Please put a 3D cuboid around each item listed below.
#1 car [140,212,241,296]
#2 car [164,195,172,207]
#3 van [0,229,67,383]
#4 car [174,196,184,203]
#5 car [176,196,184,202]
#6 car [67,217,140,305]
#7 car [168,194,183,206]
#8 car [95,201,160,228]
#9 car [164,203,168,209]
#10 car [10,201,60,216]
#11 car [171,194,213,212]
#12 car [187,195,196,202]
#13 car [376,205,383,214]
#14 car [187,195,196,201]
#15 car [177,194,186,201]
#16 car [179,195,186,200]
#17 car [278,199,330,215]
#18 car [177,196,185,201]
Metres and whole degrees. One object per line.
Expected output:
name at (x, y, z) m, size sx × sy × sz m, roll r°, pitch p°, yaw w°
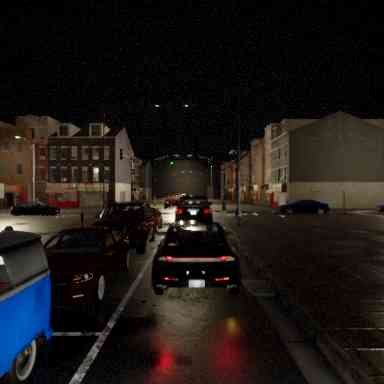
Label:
car at (0.090, 1.492, 8.632) m, size 2.128 × 1.511 × 4.902 m, roll 0°, pitch 0°, yaw 0°
car at (-2.691, 1.333, 45.413) m, size 2.192 × 1.841 × 5.009 m, roll 0°, pitch 0°, yaw 0°
van at (-2.646, 1.341, 2.702) m, size 1.690 × 1.788 × 3.998 m, roll 0°, pitch 0°, yaw 0°
car at (-2.717, 1.605, 72.547) m, size 2.008 × 1.369 × 4.403 m, roll 0°, pitch 0°, yaw 0°
car at (-2.722, 1.589, 77.805) m, size 1.752 × 1.417 × 4.829 m, roll 0°, pitch 0°, yaw 0°
car at (-2.651, 1.544, 8.136) m, size 1.887 × 1.381 × 4.507 m, roll 0°, pitch 0°, yaw 0°
car at (-2.702, 1.345, 56.267) m, size 2.192 × 1.841 × 5.009 m, roll 0°, pitch 0°, yaw 0°
car at (-2.658, 1.315, 13.570) m, size 2.192 × 1.841 × 5.009 m, roll 0°, pitch 0°, yaw 0°
car at (-2.662, 1.546, 19.003) m, size 1.887 × 1.381 × 4.507 m, roll 0°, pitch 0°, yaw 0°
car at (-14.484, 1.571, 30.859) m, size 4.181 × 1.385 × 1.994 m, roll 0°, pitch 0°, yaw 0°
car at (0.123, 1.226, 21.005) m, size 2.150 × 2.045 × 5.566 m, roll 0°, pitch 0°, yaw 1°
car at (-0.076, 1.538, 75.788) m, size 1.882 × 1.535 × 5.008 m, roll 0°, pitch 0°, yaw 0°
car at (21.207, 1.554, 33.781) m, size 4.674 × 1.442 × 1.812 m, roll 0°, pitch 0°, yaw 0°
car at (-0.087, 1.605, 86.236) m, size 2.128 × 1.511 × 4.902 m, roll 0°, pitch 0°, yaw 0°
car at (-2.735, 1.400, 88.829) m, size 2.192 × 1.841 × 5.009 m, roll 0°, pitch 0°, yaw 0°
car at (-2.740, 1.537, 94.256) m, size 1.967 × 1.590 × 4.097 m, roll 0°, pitch 0°, yaw 0°
car at (11.313, 1.492, 33.793) m, size 5.008 × 1.535 × 1.882 m, roll 0°, pitch 0°, yaw 0°
car at (-2.727, 1.640, 83.401) m, size 1.947 × 1.339 × 4.313 m, roll 0°, pitch 0°, yaw 0°
